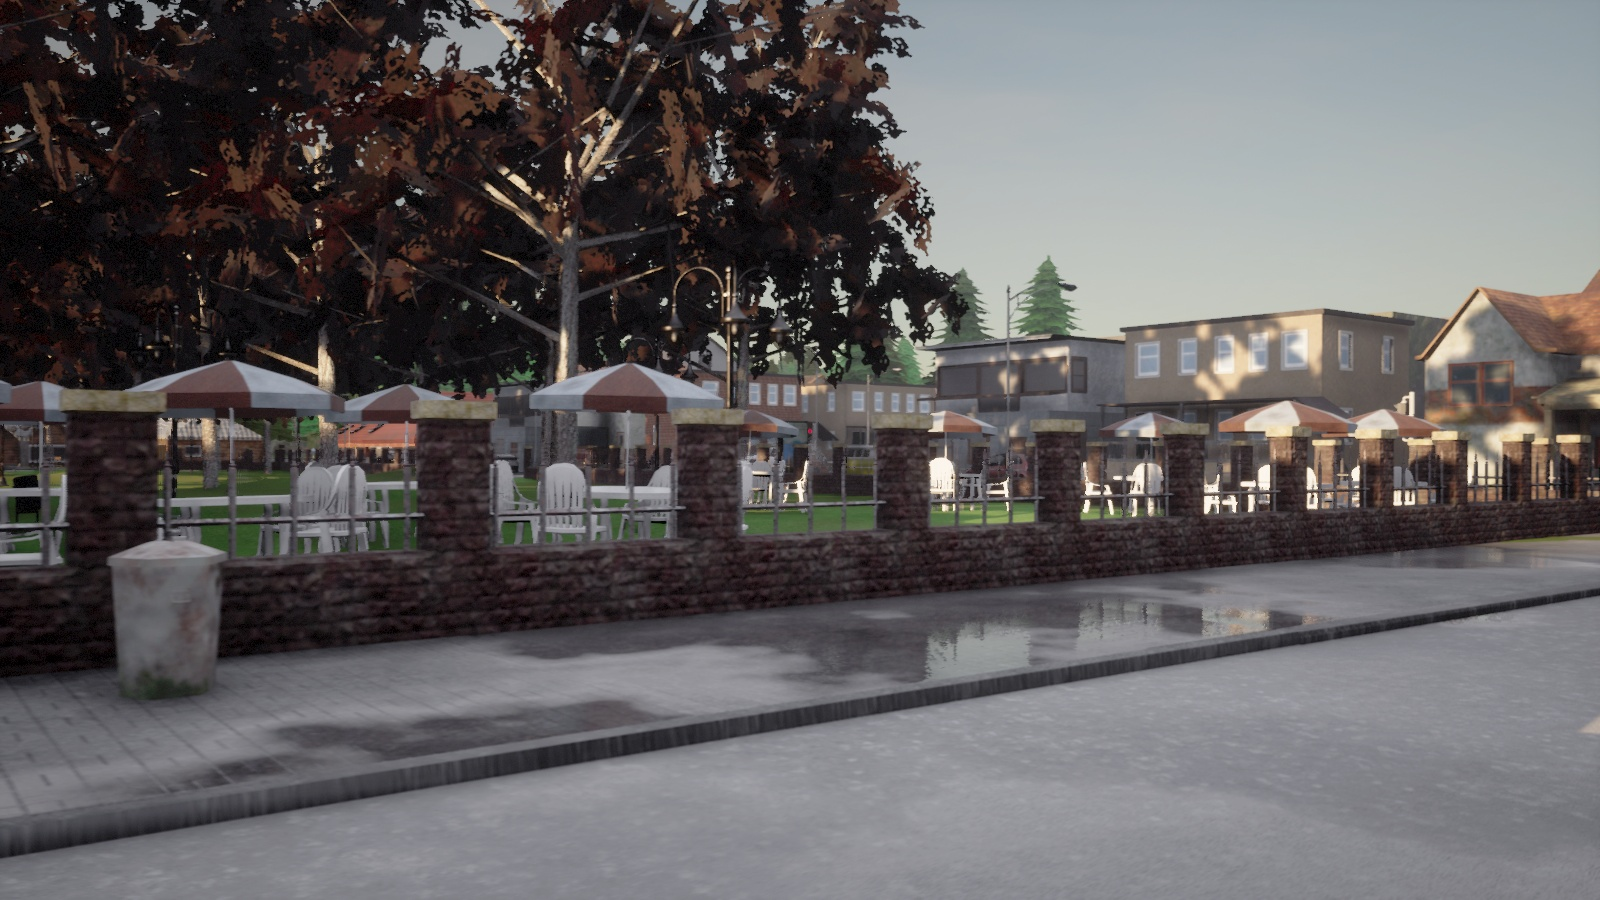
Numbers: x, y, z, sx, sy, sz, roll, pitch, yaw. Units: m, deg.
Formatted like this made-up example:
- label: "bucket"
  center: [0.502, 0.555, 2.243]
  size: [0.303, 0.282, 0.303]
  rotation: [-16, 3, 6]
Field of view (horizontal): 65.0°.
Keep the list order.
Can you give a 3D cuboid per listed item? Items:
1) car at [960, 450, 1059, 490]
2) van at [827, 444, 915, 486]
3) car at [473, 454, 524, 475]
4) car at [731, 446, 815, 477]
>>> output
- label: "car"
  center: [8.915, 0.831, 53.754]
  size: [1.851, 1.617, 3.988]
  rotation: [0, 0, -38]
- label: "van"
  center: [3.409, 0.716, 60.862]
  size: [1.775, 1.987, 4.442]
  rotation: [0, 0, -38]
- label: "car"
  center: [-22.755, 1.056, 94.667]
  size: [2.007, 1.525, 4.514]
  rotation: [0, 0, -38]
- label: "car"
  center: [-1.810, 0.779, 86.030]
  size: [5.566, 2.045, 2.150]
  rotation: [0, 0, -38]
